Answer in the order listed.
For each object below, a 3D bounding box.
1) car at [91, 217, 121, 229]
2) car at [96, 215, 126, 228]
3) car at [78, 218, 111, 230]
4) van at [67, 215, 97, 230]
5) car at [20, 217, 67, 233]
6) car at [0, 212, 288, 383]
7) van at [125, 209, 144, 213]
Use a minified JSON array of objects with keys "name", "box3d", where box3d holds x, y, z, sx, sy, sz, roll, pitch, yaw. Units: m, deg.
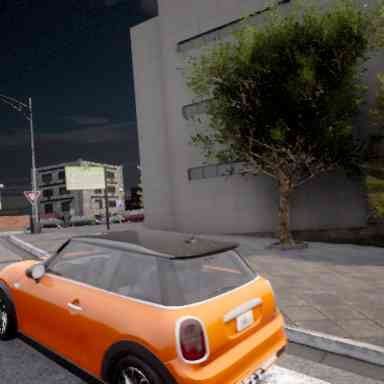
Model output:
[{"name":"car","box3d":[-14.918,5.369,57.506,4.553,1.767,2.185,-7,-7,24]},{"name":"car","box3d":[-12.522,4.555,51.835,2.097,1.767,4.553,-7,-7,24]},{"name":"car","box3d":[-16.095,5.265,54.976,5.008,1.535,2.097,-7,-7,24]},{"name":"van","box3d":[-17.356,4.840,52.527,4.442,1.987,1.878,-7,-7,24]},{"name":"car","box3d":[-17.917,3.953,40.385,2.128,1.511,4.902,-7,-5,27]},{"name":"car","box3d":[-1.085,1.335,4.810,4.553,1.767,2.097,1,1,40]},{"name":"van","box3d":[-6.980,3.362,45.153,4.442,1.987,1.878,-7,-7,24]}]
